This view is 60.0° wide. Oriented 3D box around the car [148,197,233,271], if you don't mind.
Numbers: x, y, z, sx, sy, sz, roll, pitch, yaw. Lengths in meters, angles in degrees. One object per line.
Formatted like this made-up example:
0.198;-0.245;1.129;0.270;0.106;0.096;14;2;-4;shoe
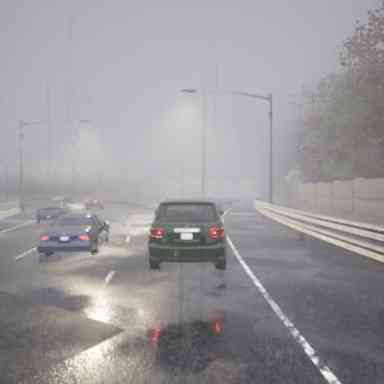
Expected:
-0.098;1.197;11.005;2.150;2.045;5.566;0;0;1;car

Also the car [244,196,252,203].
14.647;2.285;88.370;2.150;2.045;5.566;0;-4;16;car

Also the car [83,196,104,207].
-12.711;1.292;42.779;2.097;1.767;4.553;0;0;-23;car

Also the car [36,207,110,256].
-4.417;1.530;13.121;2.033;1.411;5.357;0;0;-8;car

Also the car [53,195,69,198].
-20.450;1.469;50.647;1.812;1.442;4.674;0;0;-29;car

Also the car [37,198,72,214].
-10.276;1.464;24.880;2.128;1.511;4.902;0;0;-14;car

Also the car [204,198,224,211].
2.763;1.467;40.247;1.994;1.385;4.181;0;0;10;car

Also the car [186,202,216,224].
0.769;1.507;24.859;1.994;1.385;4.181;0;0;5;car

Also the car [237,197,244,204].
8.452;1.582;64.252;1.895;1.301;4.718;0;-1;14;car

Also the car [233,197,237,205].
5.632;1.434;53.287;1.994;1.385;4.181;0;0;14;car
